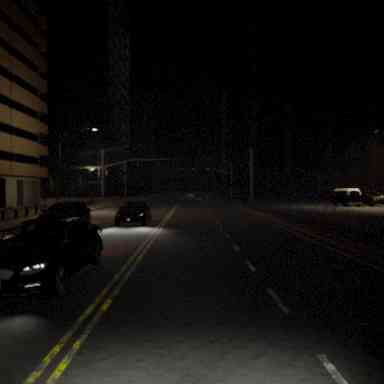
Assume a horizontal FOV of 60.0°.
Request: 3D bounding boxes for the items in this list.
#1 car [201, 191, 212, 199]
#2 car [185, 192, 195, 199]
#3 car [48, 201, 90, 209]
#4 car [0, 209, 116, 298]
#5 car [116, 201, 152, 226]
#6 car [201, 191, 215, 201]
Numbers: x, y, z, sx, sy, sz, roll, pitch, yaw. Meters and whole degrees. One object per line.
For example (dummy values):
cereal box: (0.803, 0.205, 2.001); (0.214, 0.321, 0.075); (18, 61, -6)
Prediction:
car: (3.082, 0.618, 70.206); (2.097, 1.767, 4.553); (0, 1, 0)
car: (-0.409, 0.723, 70.221); (1.812, 1.442, 4.674); (0, 1, 0)
car: (-7.196, 1.323, 19.022); (1.837, 1.490, 4.892); (0, 1, 0)
car: (-3.646, 1.412, 8.466); (2.128, 1.511, 4.902); (0, 1, 0)
car: (-3.700, 1.311, 21.615); (1.812, 1.442, 4.674); (0, 0, 0)
car: (3.142, 0.868, 60.238); (1.812, 1.442, 4.674); (0, 1, 0)
